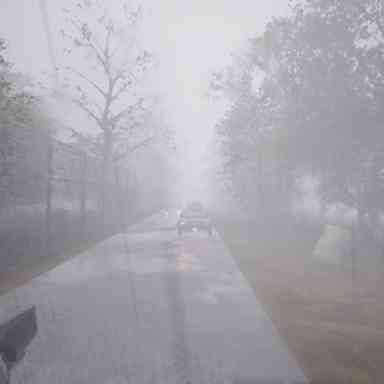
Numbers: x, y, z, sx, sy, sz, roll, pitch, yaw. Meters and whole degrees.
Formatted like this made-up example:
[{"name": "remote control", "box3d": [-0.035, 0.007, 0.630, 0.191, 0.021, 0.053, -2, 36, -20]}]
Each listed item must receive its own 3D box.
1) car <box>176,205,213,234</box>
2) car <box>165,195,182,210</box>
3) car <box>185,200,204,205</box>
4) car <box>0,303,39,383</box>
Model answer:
[{"name": "car", "box3d": [0.157, 1.661, 19.449, 1.895, 1.301, 4.718, 0, 0, 0]}, {"name": "car", "box3d": [-2.542, 1.487, 46.405, 2.150, 2.045, 5.566, 0, 0, 0]}, {"name": "car", "box3d": [0.244, 1.637, 37.238, 1.837, 1.490, 4.892, 0, 0, 0]}, {"name": "car", "box3d": [-2.848, 1.602, 1.919, 1.895, 1.301, 4.718, 0, 0, 0]}]
